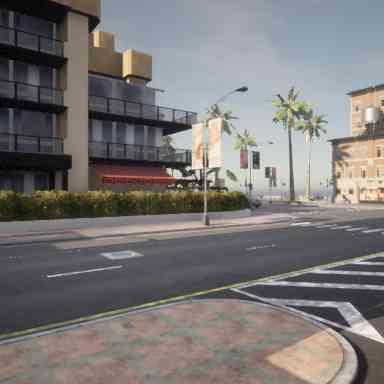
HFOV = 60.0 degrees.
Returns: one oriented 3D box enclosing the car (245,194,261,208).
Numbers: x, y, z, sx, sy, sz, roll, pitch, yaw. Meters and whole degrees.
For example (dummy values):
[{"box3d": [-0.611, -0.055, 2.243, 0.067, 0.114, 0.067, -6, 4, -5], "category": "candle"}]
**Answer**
[{"box3d": [7.433, 1.221, 48.093, 2.150, 2.045, 5.566, 0, 0, -35], "category": "car"}]
